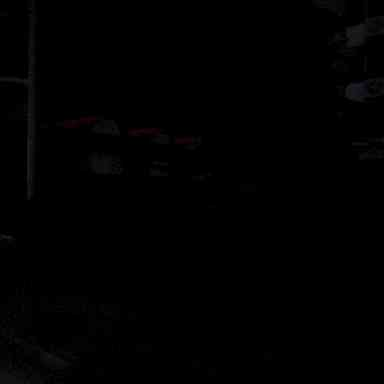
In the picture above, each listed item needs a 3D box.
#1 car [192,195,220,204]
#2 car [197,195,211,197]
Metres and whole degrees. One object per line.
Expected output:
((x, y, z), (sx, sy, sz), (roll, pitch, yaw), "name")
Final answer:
((2.514, 1.348, 61.065), (4.902, 1.511, 2.128), (0, 0, 0), "car")
((1.893, 1.343, 28.864), (2.150, 2.045, 5.566), (1, -1, 35), "car")
